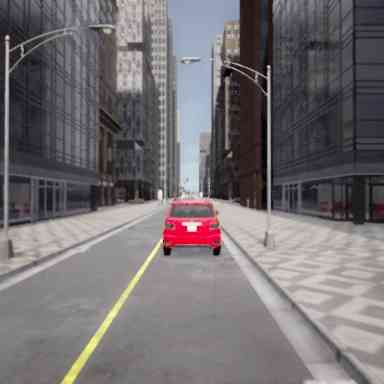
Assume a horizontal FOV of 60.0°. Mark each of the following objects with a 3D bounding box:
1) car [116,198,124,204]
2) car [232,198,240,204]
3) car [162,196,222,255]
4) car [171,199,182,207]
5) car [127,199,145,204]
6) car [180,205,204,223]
[{"bbox_3d":[-20.608,2.426,89.413,4.829,1.417,1.752,0,-1,0],"label":"car"},{"bbox_3d":[11.904,2.149,80.689,4.097,1.590,1.967,0,-1,0],"label":"car"},{"bbox_3d":[0.003,1.353,14.007,2.150,2.045,5.566,0,0,0],"label":"car"},{"bbox_3d":[-3.012,2.122,65.859,1.837,1.490,4.892,0,0,1],"label":"car"},{"bbox_3d":[-15.007,2.411,89.379,4.829,1.417,1.752,0,-1,0],"label":"car"},{"bbox_3d":[0.006,1.882,29.105,1.895,1.301,4.718,0,-1,0],"label":"car"}]
